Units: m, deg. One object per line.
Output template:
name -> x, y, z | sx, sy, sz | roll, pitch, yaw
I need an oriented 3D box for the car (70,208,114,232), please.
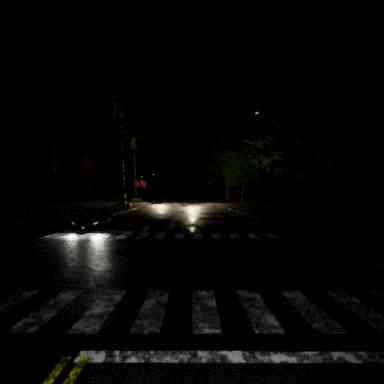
car -> -6.401, 1.814, 21.877 | 1.812, 1.442, 4.674 | 0, 0, 0

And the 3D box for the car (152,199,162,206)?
car -> -7.649, 2.203, 72.667 | 1.837, 1.490, 4.892 | 0, 0, -4
